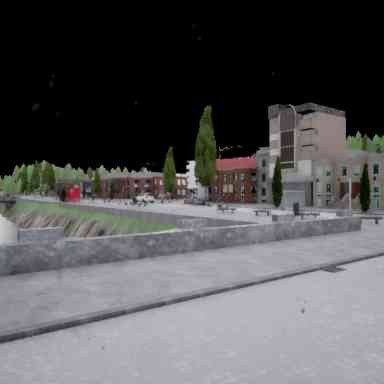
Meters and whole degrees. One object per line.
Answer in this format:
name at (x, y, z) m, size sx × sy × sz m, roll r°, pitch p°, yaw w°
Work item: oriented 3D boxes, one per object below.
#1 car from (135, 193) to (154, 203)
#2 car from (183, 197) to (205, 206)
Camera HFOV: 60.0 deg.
car at (-9.754, 1.222, 68.107) m, size 2.150 × 2.045 × 5.566 m, roll 0°, pitch 0°, yaw -35°
car at (0.258, 1.564, 54.071) m, size 1.994 × 1.385 × 4.181 m, roll 0°, pitch 0°, yaw -35°
